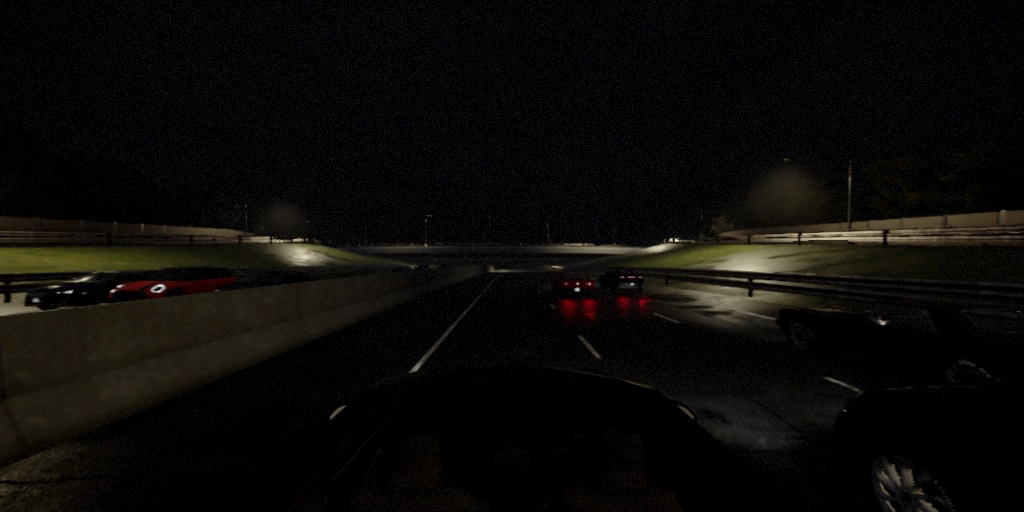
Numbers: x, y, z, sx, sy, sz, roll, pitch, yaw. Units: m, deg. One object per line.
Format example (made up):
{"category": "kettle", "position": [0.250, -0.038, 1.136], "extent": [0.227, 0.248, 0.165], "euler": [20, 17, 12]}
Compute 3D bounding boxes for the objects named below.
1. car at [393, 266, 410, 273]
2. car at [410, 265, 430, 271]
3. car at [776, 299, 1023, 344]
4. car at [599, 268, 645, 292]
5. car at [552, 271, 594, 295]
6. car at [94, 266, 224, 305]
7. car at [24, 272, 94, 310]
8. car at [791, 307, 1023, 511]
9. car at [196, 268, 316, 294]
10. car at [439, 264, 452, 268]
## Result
{"category": "car", "position": [-17.826, 2.294, 58.441], "extent": [1.895, 1.301, 4.718], "euler": [0, -1, 0]}
{"category": "car", "position": [-14.329, 2.169, 57.292], "extent": [1.837, 1.490, 4.892], "euler": [0, -1, 0]}
{"category": "car", "position": [7.097, 1.393, 6.236], "extent": [1.895, 1.301, 4.718], "euler": [0, -1, 0]}
{"category": "car", "position": [7.058, 1.505, 23.501], "extent": [2.128, 1.511, 4.902], "euler": [0, -1, 0]}
{"category": "car", "position": [3.565, 1.588, 21.782], "extent": [1.895, 1.301, 4.718], "euler": [0, -1, 0]}
{"category": "car", "position": [-14.115, 1.255, 15.374], "extent": [2.097, 1.767, 4.553], "euler": [0, -1, 0]}
{"category": "car", "position": [-17.615, 1.400, 15.719], "extent": [2.128, 1.511, 4.902], "euler": [0, -1, 0]}
{"category": "car", "position": [3.590, 1.249, 0.959], "extent": [1.837, 1.490, 4.892], "euler": [0, 0, 0]}
{"category": "car", "position": [-10.615, 1.399, 15.821], "extent": [2.128, 1.511, 4.902], "euler": [0, -1, 0]}
{"category": "car", "position": [-10.838, 2.050, 58.709], "extent": [2.097, 1.767, 4.553], "euler": [0, -1, 0]}
